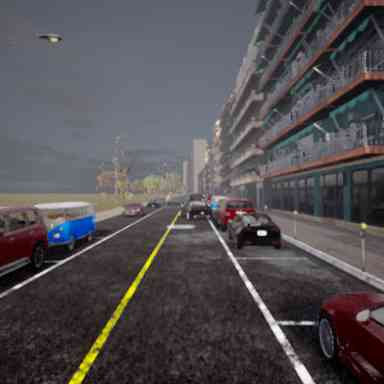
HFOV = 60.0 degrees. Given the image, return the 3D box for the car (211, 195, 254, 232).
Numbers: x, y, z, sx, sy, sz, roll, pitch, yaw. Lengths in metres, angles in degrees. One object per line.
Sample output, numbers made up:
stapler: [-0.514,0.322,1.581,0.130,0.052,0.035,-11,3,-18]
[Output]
car: [2.578,1.297,19.960,2.192,1.841,5.009,1,0,0]

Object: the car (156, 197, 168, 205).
car: [-5.302,1.531,59.042,1.802,1.307,4.206,1,0,0]

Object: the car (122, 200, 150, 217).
car: [-5.305,1.555,30.772,1.802,1.307,4.206,1,0,0]

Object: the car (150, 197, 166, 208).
car: [-5.303,1.524,47.734,1.947,1.339,4.313,1,0,0]

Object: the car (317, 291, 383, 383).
car: [2.574,1.579,2.977,1.802,1.307,4.206,1,0,0]

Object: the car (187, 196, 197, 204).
car: [0.005,1.492,64.623,2.033,1.411,5.357,0,0,0]

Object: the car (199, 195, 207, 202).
car: [2.580,1.460,76.741,1.752,1.417,4.829,1,0,0]

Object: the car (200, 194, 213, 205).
car: [2.581,1.262,59.587,2.192,1.841,5.009,1,0,0]

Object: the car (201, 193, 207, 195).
car: [2.580,1.277,42.605,2.192,1.841,5.009,1,0,0]

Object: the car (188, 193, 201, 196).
car: [0.384,1.180,43.948,2.150,2.045,5.566,0,0,-5]

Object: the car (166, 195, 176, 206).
car: [-2.818,1.518,52.012,1.994,1.385,4.181,0,0,0]

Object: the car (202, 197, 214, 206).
car: [2.577,1.534,53.927,1.802,1.307,4.206,1,0,0]

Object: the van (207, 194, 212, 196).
van: [2.578,1.313,31.282,1.690,1.788,3.998,1,0,0]

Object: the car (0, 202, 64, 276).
car: [-5.303,1.308,8.155,2.192,1.841,5.009,1,0,0]

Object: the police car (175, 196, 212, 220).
police car: [0.209,1.400,27.862,1.930,1.638,5.238,0,0,-14]

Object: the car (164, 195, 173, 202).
car: [-5.301,1.462,75.834,1.752,1.417,4.829,1,0,0]

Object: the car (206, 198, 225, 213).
car: [2.577,1.492,37.114,1.752,1.417,4.829,1,0,0]

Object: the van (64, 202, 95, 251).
van: [-5.303,1.329,13.809,1.690,1.788,3.998,1,0,0]

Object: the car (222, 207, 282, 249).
car: [2.575,1.553,14.299,1.947,1.339,4.313,1,0,0]

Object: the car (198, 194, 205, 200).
car: [2.582,1.363,93.554,1.967,1.590,4.097,1,0,0]

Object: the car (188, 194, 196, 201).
car: [0.006,1.330,79.623,1.812,1.442,4.674,0,0,0]

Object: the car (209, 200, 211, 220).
car: [2.575,1.543,25.621,1.947,1.339,4.313,1,0,0]
